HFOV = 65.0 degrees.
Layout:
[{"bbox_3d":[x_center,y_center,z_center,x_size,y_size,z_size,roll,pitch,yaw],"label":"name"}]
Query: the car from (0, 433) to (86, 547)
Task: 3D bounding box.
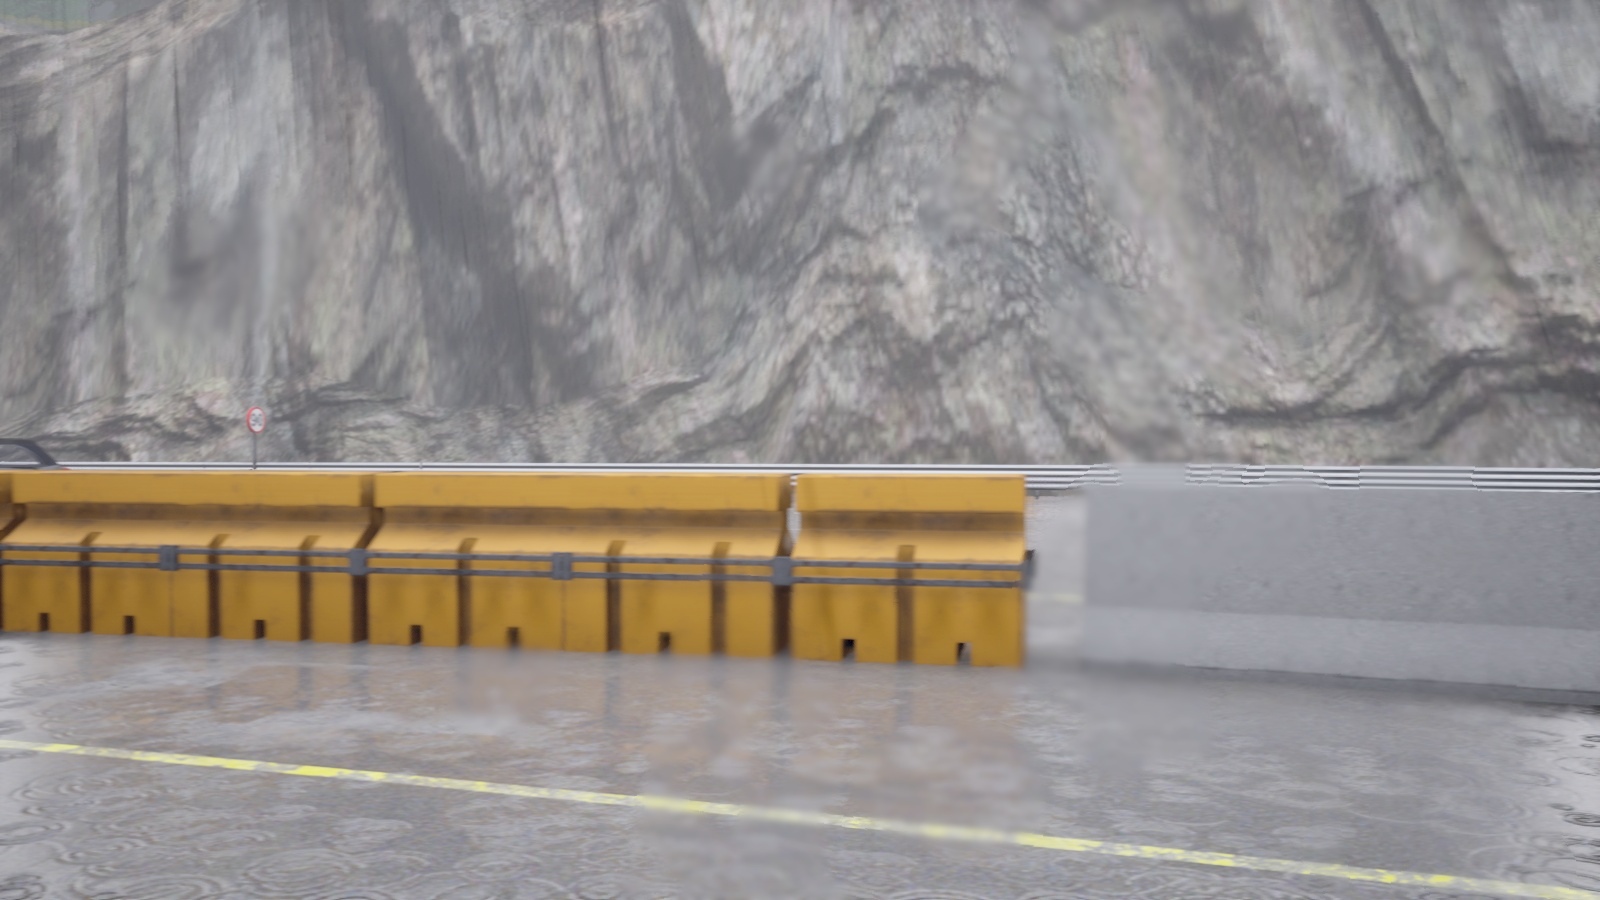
[{"bbox_3d":[-12.171,0.510,17.434,3.633,1.501,1.845,0,1,13],"label":"car"}]
